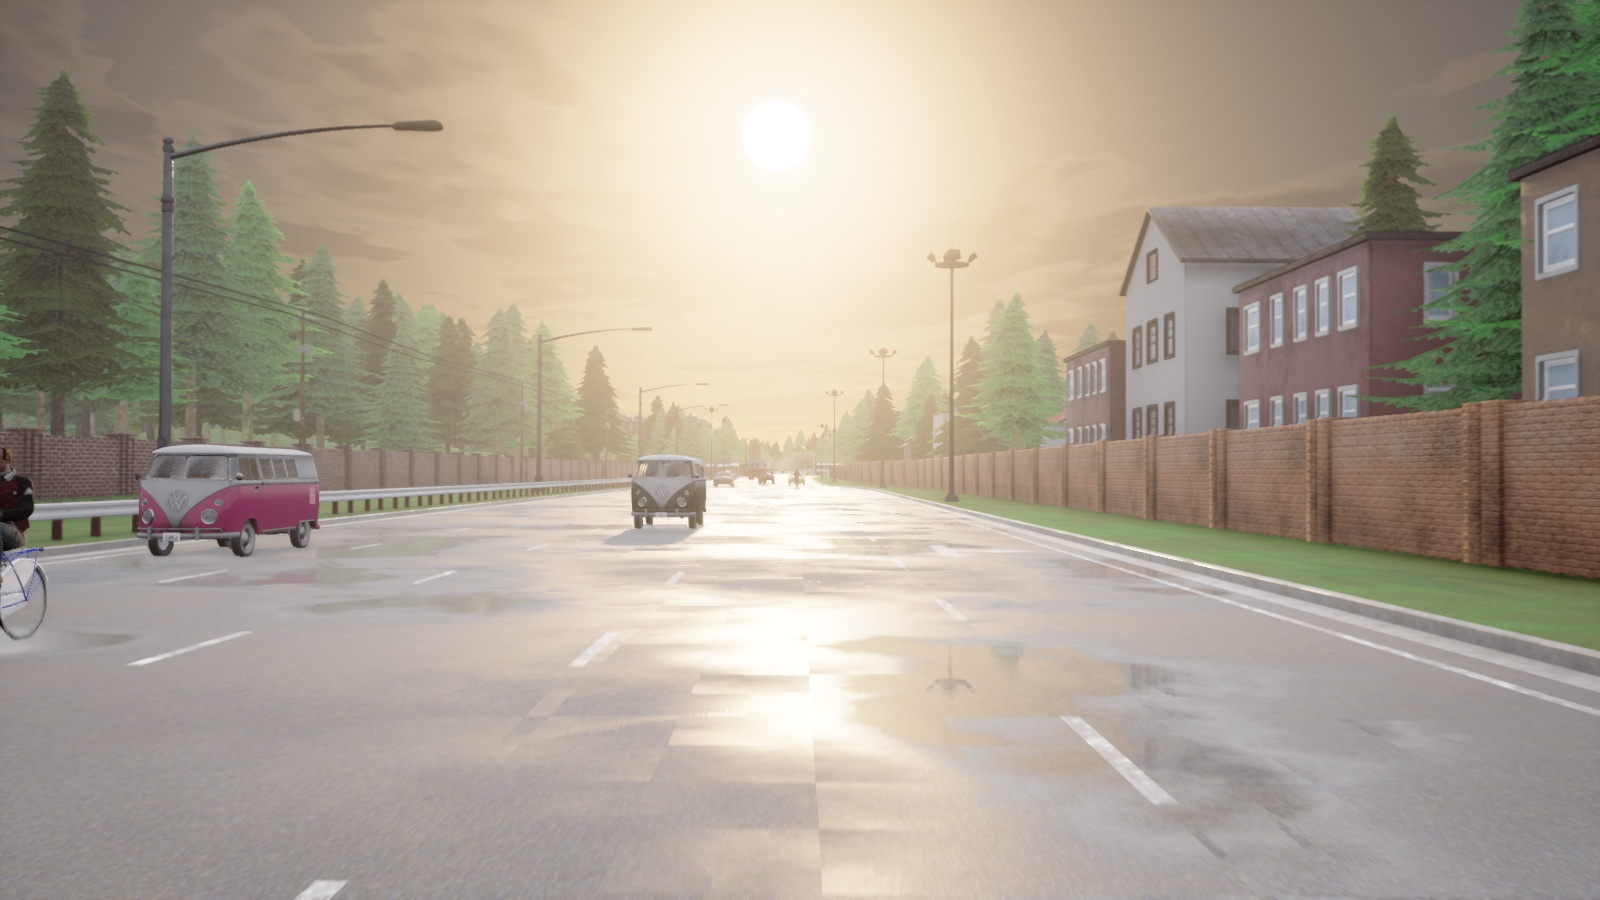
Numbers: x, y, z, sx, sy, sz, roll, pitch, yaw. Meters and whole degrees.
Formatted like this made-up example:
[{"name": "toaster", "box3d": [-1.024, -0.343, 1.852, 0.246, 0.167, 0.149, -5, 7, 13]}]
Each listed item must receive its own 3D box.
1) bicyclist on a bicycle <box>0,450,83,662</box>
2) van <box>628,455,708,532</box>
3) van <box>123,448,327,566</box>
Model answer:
[{"name": "bicyclist on a bicycle", "box3d": [-7.027, 0.894, 10.802, 0.659, 1.776, 1.843, 0, -1, 0]}, {"name": "van", "box3d": [-3.587, 1.164, 34.793, 1.775, 1.987, 4.442, 0, -1, 0]}, {"name": "van", "box3d": [-10.558, 1.002, 23.452, 1.775, 1.987, 4.442, 0, -1, 0]}]
